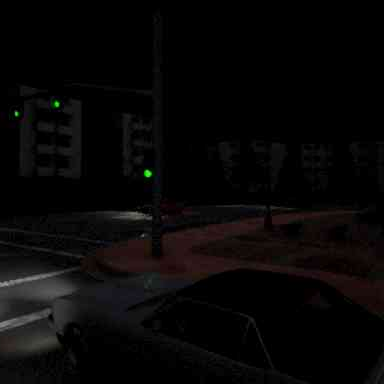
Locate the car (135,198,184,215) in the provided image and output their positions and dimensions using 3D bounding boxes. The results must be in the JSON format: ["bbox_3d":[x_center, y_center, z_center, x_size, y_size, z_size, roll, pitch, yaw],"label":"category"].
[{"bbox_3d":[-2.774,1.367,31.764,1.882,1.535,5.008,0,0,36],"label":"car"}]

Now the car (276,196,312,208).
[{"bbox_3d":[14.605,1.396,46.835,5.008,1.535,1.882,0,0,-26],"label":"car"}]

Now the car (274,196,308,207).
[{"bbox_3d":[15.180,1.401,50.987,4.902,1.511,2.128,0,0,-24],"label":"car"}]

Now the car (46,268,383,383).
[{"bbox_3d":[0.364,1.591,3.772,4.718,1.301,1.895,0,0,37],"label":"car"}]

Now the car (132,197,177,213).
[{"bbox_3d":[-3.955,1.376,35.938,1.837,1.490,4.892,0,0,38],"label":"car"}]
